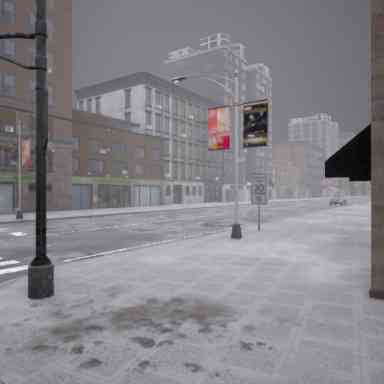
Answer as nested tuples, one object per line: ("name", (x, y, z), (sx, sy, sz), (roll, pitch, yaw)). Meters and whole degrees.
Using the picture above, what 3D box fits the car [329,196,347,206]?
("car", (22.651, 1.377, 51.518), (2.033, 1.411, 5.357), (0, 0, 34))
